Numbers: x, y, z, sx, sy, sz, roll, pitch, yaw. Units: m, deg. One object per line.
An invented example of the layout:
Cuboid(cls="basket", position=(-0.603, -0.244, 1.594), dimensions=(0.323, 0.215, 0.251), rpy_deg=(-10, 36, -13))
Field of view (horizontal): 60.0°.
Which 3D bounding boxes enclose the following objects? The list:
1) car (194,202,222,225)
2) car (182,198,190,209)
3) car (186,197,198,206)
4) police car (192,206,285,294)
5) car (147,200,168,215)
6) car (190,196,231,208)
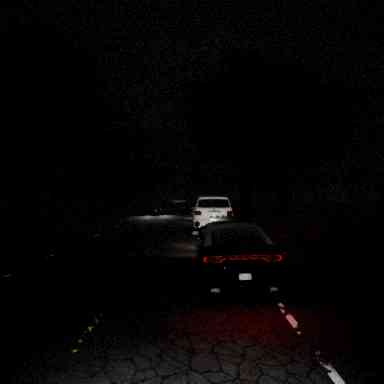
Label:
Cuboid(cls="car", position=(1.104, 1.509, 25.006), dimensions=(1.837, 1.490, 4.892), rpy_deg=(-1, -1, 0))
Cuboid(cls="car", position=(0.087, 1.564, 45.180), dimensions=(1.994, 1.385, 4.181), rpy_deg=(0, 0, 1))
Cuboid(cls="car", position=(0.073, 1.636, 58.703), dimensions=(1.994, 1.385, 4.181), rpy_deg=(-1, 0, 0))
Cuboid(cls="police car", position=(1.044, 1.446, 9.095), dimensions=(1.930, 1.638, 5.238), rpy_deg=(-1, 0, 0))
Cuboid(cls="car", position=(-3.527, 1.611, 34.934), dimensions=(1.837, 1.490, 4.892), rpy_deg=(-1, 0, 0))
Cuboid(cls="car", position=(1.093, 1.211, 19.023), dimensions=(2.150, 2.045, 5.566), rpy_deg=(0, 0, 0))
